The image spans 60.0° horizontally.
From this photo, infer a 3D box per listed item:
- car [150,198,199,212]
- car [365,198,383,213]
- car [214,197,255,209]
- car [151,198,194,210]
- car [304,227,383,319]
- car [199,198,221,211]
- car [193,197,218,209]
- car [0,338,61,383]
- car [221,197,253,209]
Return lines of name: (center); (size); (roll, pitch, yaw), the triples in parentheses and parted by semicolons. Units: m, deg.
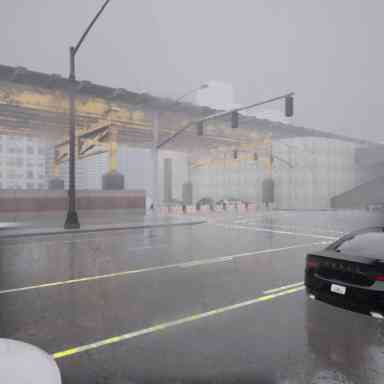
car: (-2.039, 1.453, 37.225); (4.974, 1.542, 2.038); (0, 0, 8)
car: (21.402, 1.490, 37.590); (4.902, 1.511, 2.128); (0, 0, -38)
car: (5.558, 1.453, 43.737); (4.974, 1.542, 2.038); (0, 0, -7)
car: (-2.091, 1.295, 37.231); (4.536, 1.218, 1.853); (0, 0, 8)
car: (4.464, 1.478, 7.030); (5.008, 1.535, 1.882); (0, 0, -36)
car: (1.682, 1.453, 39.943); (2.038, 1.542, 4.974); (0, 0, 18)
car: (1.697, 1.295, 39.992); (1.853, 1.218, 4.536); (0, 0, 18)
car: (-3.059, 1.526, 1.555); (4.674, 1.442, 1.812); (0, 0, -36)
car: (5.507, 1.295, 43.730); (4.536, 1.218, 1.853); (0, 0, -7)
